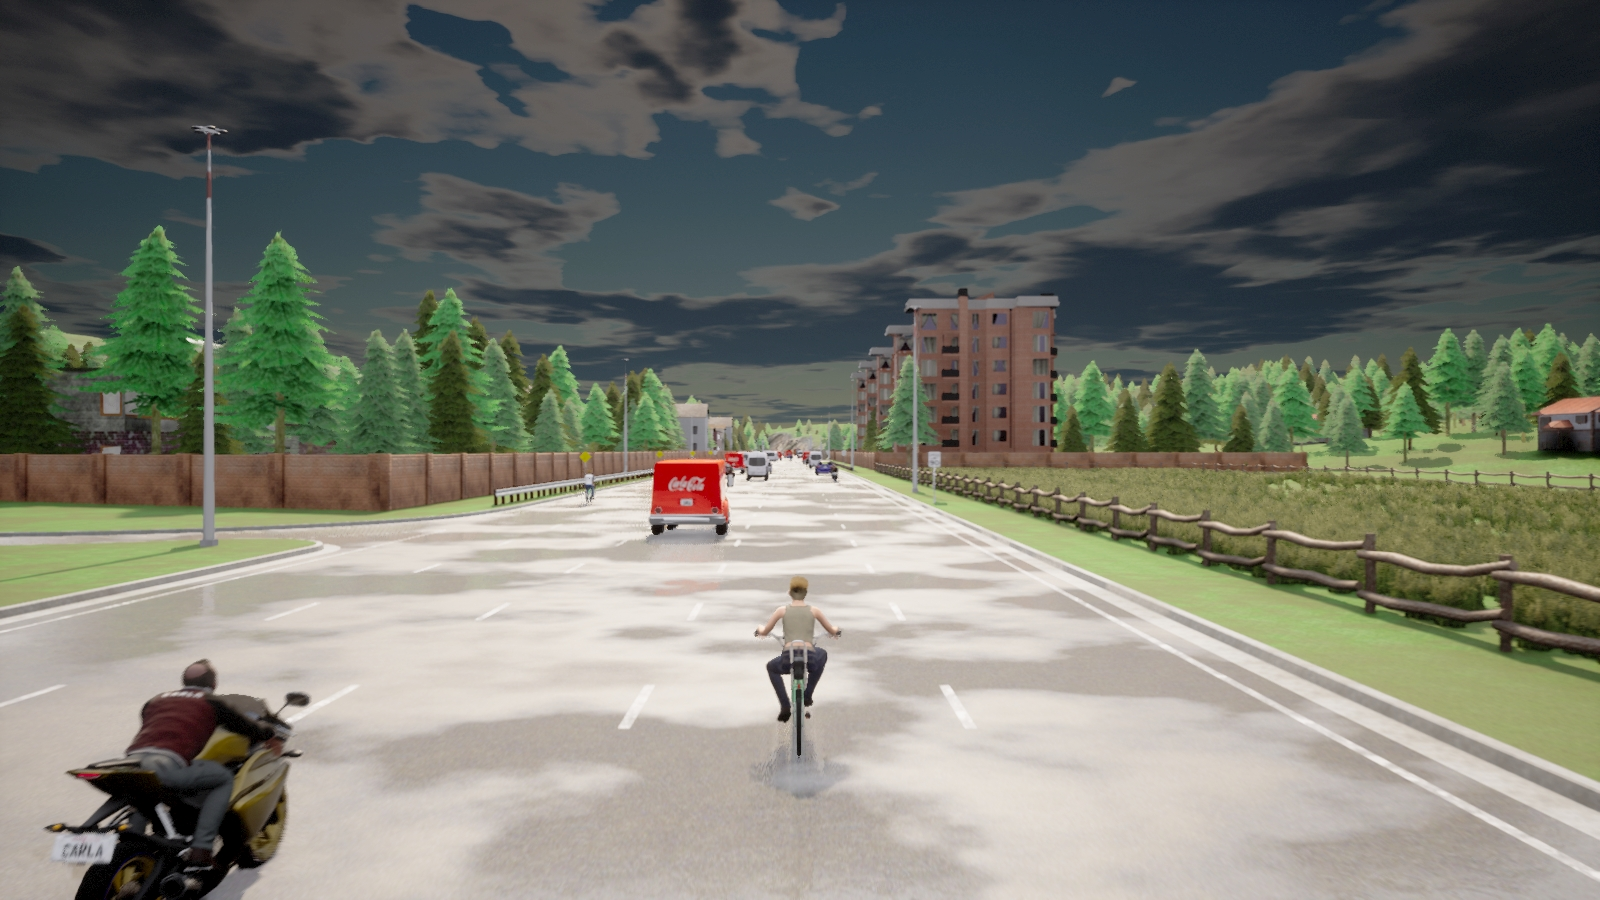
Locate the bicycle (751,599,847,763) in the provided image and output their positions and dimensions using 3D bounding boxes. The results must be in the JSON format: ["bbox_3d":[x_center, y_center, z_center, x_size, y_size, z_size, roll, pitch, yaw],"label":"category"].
[{"bbox_3d":[-0.016,2.158,10.940,0.859,1.276,1.487,0,0,-1],"label":"bicycle"}]

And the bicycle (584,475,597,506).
[{"bbox_3d":[-10.735,2.056,58.441,0.373,1.496,1.643,0,0,0],"label":"bicycle"}]

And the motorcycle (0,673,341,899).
[{"bbox_3d":[-3.696,2.205,6.994,0.867,1.251,2.209,0,0,1],"label":"motorcycle"}]

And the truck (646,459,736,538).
[{"bbox_3d":[-3.652,1.570,39.241,2.627,2.467,5.204,0,0,0],"label":"truck"}]
